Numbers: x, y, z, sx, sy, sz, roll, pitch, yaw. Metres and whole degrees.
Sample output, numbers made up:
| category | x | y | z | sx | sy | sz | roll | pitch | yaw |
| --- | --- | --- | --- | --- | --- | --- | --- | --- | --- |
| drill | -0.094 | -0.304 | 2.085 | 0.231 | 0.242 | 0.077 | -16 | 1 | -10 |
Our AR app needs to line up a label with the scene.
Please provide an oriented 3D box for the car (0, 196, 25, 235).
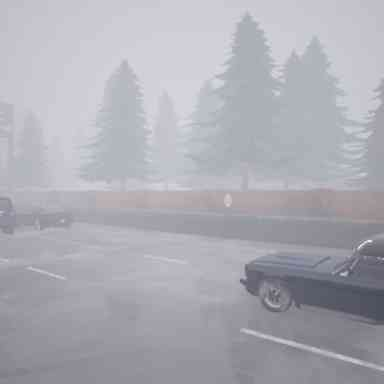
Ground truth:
| category | x | y | z | sx | sy | sz | roll | pitch | yaw |
| --- | --- | --- | --- | --- | --- | --- | --- | --- | --- |
| car | -11.487 | 1.236 | 17.932 | 5.566 | 2.045 | 2.150 | 0 | 0 | 40 |

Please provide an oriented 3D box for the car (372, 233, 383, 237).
| category | x | y | z | sx | sy | sz | roll | pitch | yaw |
| --- | --- | --- | --- | --- | --- | --- | --- | --- | --- |
| car | 6.424 | 1.381 | 8.107 | 4.553 | 1.767 | 2.097 | 0 | 0 | 35 |

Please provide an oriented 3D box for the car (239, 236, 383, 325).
| category | x | y | z | sx | sy | sz | roll | pitch | yaw |
| --- | --- | --- | --- | --- | --- | --- | --- | --- | --- |
| car | 3.290 | 1.620 | 6.013 | 4.718 | 1.301 | 1.895 | 0 | 0 | 36 |

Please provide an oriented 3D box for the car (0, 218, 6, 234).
| category | x | y | z | sx | sy | sz | roll | pitch | yaw |
| --- | --- | --- | --- | --- | --- | --- | --- | --- | --- |
| car | -8.211 | 1.554 | 10.623 | 5.357 | 1.411 | 2.033 | 0 | 0 | 40 |

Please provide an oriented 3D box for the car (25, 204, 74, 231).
| category | x | y | z | sx | sy | sz | roll | pitch | yaw |
| --- | --- | --- | --- | --- | --- | --- | --- | --- | --- |
| car | -9.342 | 1.502 | 20.708 | 5.008 | 1.535 | 1.882 | 0 | 0 | 40 |
